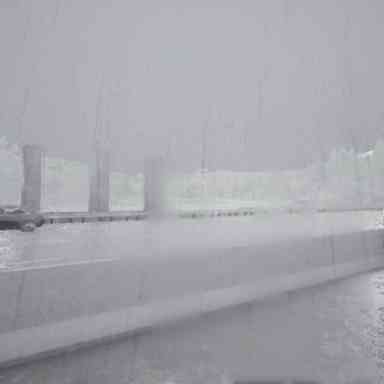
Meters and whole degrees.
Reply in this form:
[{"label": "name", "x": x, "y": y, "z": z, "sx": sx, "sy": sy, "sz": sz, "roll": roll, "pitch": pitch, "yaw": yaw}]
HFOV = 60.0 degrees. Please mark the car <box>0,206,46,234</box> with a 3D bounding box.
[{"label": "car", "x": -10.541, "y": 1.518, "z": 17.991, "sx": 4.902, "sy": 1.511, "sz": 2.128, "roll": 1, "pitch": -1, "yaw": -36}]
